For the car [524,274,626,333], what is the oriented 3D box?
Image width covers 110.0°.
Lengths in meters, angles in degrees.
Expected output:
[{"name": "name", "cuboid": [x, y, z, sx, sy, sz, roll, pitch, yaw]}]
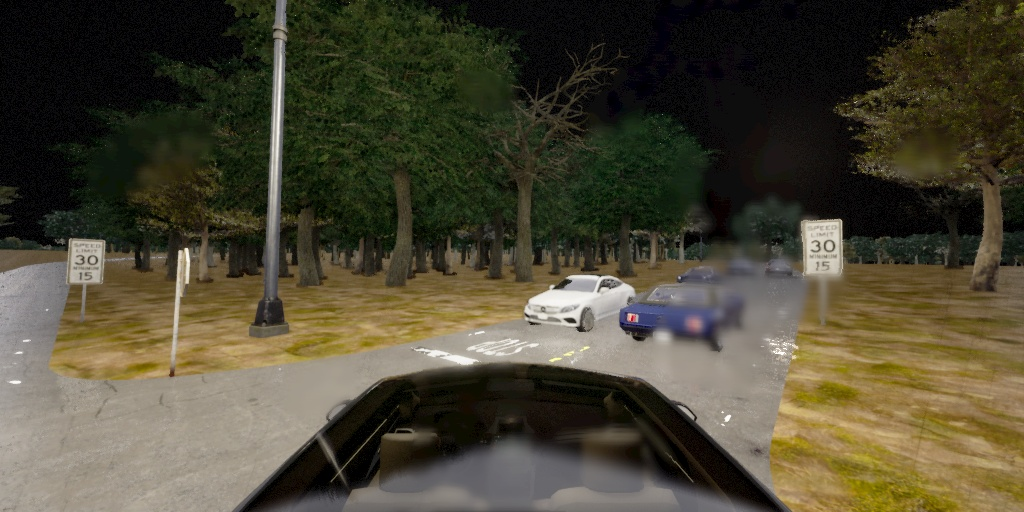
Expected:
[{"name": "car", "cuboid": [2.320, 1.312, 11.219, 1.812, 1.442, 4.674, -1, 0, 41]}]

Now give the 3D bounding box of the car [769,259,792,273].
[{"name": "car", "cuboid": [31.819, 1.153, 42.629, 2.128, 1.511, 4.902, -1, 0, 36]}]

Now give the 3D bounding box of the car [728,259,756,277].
[{"name": "car", "cuboid": [22.948, 1.079, 35.824, 2.097, 1.767, 4.553, -1, 0, 38]}]

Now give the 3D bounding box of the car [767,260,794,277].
[{"name": "car", "cuboid": [25.866, 1.257, 34.586, 1.994, 1.385, 4.181, -1, 0, 38]}]

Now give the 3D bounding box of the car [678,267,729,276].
[{"name": "car", "cuboid": [11.895, 1.372, 22.510, 1.895, 1.301, 4.718, -1, -1, 40]}]

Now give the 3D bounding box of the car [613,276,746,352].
[{"name": "car", "cuboid": [4.506, 1.348, 8.983, 1.895, 1.301, 4.718, -1, -1, 40]}]
